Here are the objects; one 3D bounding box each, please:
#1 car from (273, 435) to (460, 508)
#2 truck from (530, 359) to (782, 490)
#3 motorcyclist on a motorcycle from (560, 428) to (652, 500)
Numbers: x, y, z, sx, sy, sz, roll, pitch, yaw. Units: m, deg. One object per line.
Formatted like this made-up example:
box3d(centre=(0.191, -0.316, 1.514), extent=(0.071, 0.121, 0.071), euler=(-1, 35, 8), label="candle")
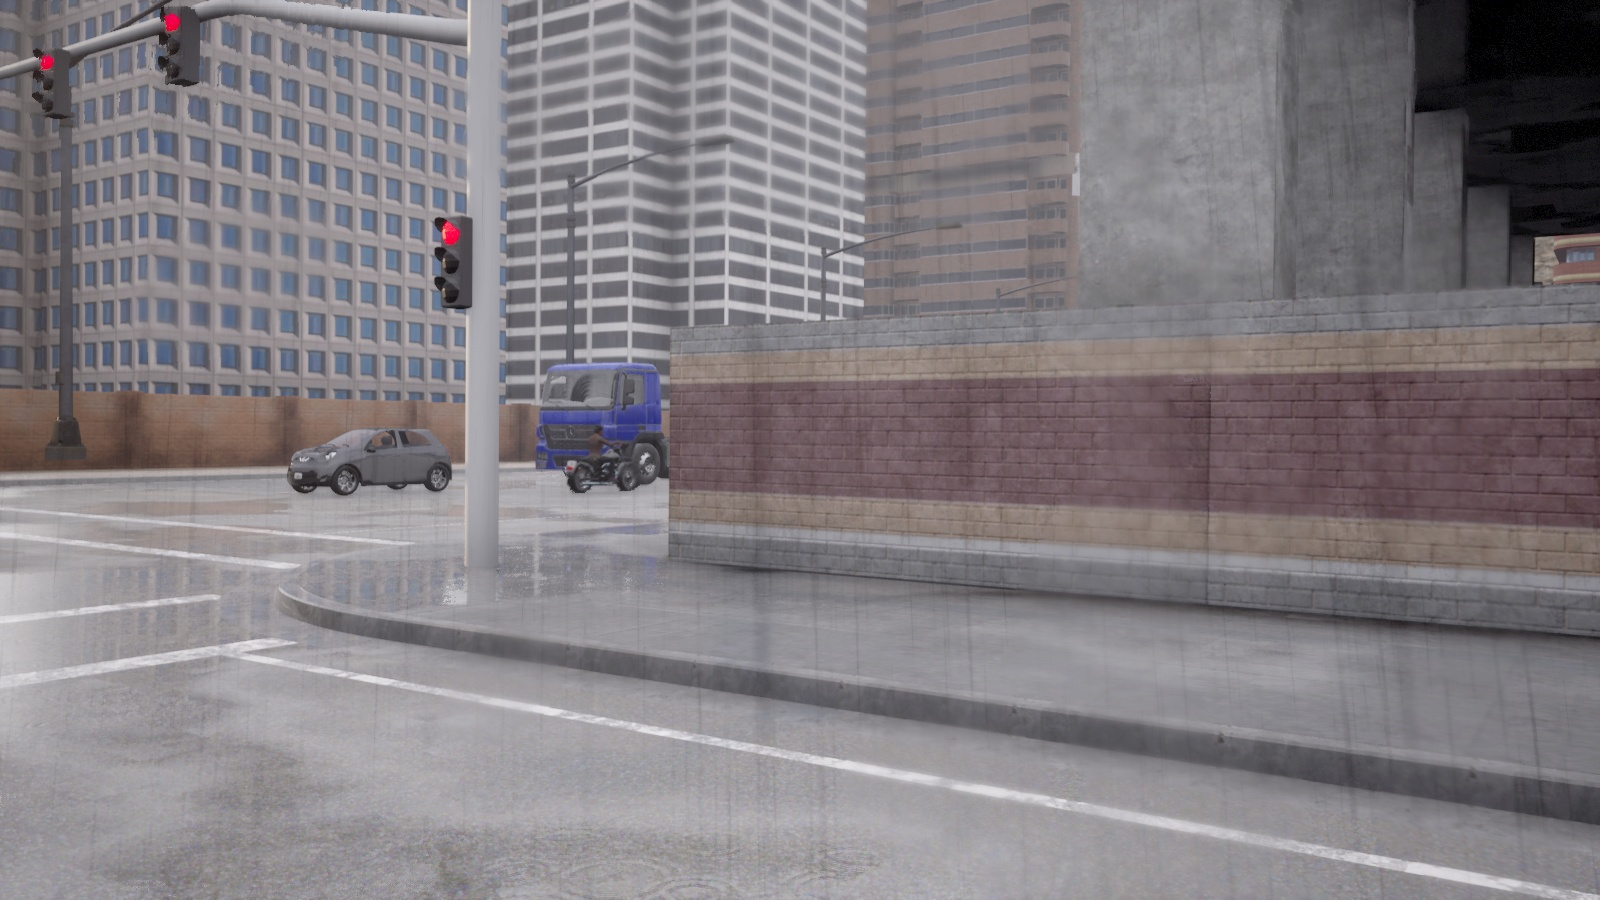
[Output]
box3d(centre=(-9.798, 0.438, 28.592), extent=(1.845, 1.501, 3.633), euler=(0, 1, 34), label="car")
box3d(centre=(-4.016, -0.726, 37.133), extent=(2.891, 3.462, 7.936), euler=(0, 1, 34), label="truck")
box3d(centre=(-4.614, 0.309, 30.011), extent=(0.766, 1.649, 2.350), euler=(0, 1, 34), label="motorcyclist on a motorcycle")
